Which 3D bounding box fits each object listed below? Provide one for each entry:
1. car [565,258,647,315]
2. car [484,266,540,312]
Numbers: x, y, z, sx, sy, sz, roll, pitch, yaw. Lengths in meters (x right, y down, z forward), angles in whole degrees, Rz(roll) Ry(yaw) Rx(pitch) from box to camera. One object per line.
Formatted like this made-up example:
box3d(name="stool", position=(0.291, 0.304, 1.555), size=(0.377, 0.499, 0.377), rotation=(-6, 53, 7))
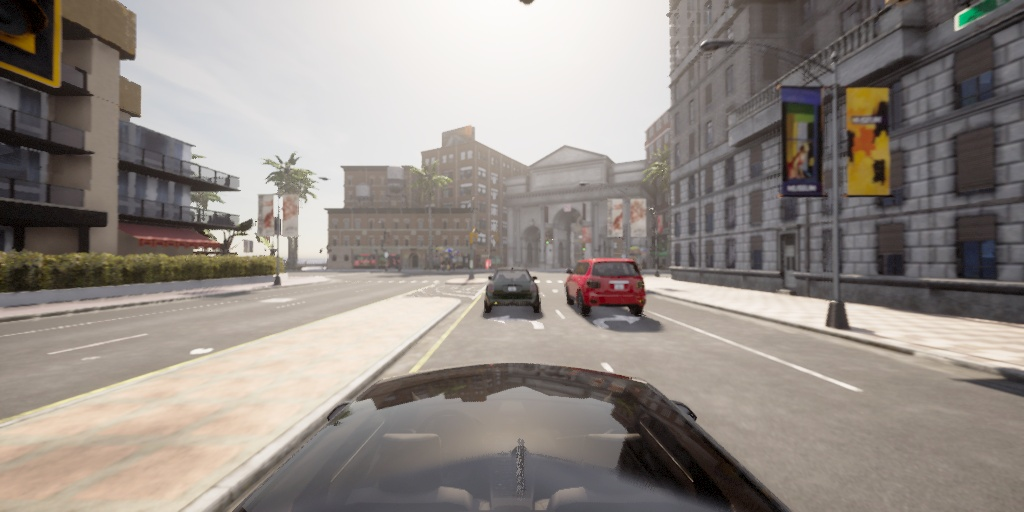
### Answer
box3d(name="car", position=(3.512, 1.118, 14.382), size=(2.150, 2.045, 5.566), rotation=(0, 0, 0))
box3d(name="car", position=(0.022, 1.253, 15.237), size=(2.097, 1.767, 4.553), rotation=(0, -1, 0))
